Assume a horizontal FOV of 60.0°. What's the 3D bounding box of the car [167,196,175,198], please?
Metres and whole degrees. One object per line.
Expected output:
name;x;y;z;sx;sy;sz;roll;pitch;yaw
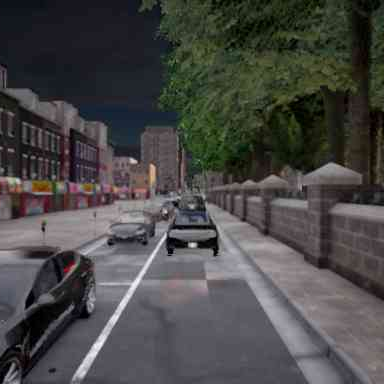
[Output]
car;-2.648;1.423;31.057;1.967;1.590;4.097;0;0;0

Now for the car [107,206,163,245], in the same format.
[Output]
car;-2.652;1.542;15.246;2.008;1.369;4.403;0;0;0

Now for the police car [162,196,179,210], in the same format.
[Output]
police car;-2.751;1.402;44.086;1.930;1.638;5.238;0;0;0

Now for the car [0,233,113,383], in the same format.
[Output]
car;-2.655;1.563;4.705;1.947;1.339;4.313;0;0;0

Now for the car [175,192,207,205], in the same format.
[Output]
car;0.028;1.208;26.993;2.150;2.045;5.566;0;0;1

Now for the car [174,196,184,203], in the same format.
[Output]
car;-2.639;1.546;67.677;1.802;1.307;4.206;0;0;0

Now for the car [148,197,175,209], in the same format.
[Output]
car;-2.649;1.426;25.785;1.967;1.590;4.097;0;0;0

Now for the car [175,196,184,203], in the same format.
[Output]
car;-2.639;1.529;71.339;1.947;1.339;4.313;0;0;0

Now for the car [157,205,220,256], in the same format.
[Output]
car;0.041;1.484;13.078;2.128;1.511;4.902;0;0;1
